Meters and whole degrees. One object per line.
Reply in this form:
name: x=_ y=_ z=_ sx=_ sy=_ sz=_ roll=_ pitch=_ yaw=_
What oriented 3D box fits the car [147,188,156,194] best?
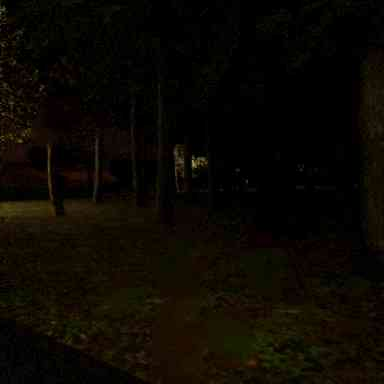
car: x=-9.112 y=-0.367 z=81.649 sx=1.812 sy=1.442 sz=4.674 roll=-2 pitch=1 yaw=34
